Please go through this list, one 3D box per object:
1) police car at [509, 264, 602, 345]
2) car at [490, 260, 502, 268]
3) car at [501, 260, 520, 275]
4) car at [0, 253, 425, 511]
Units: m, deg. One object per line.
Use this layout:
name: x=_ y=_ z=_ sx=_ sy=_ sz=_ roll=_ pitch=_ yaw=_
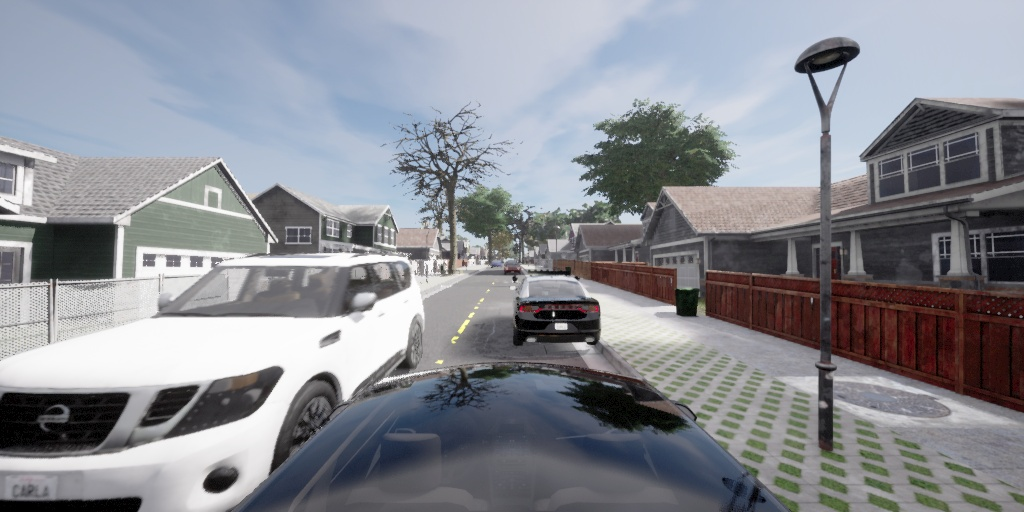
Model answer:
police car: x=0.964 y=1.178 z=9.616 sx=1.930 sy=1.638 sz=5.238 roll=0 pitch=0 yaw=0
car: x=-2.743 y=1.422 z=62.944 sx=1.812 sy=1.442 sz=4.674 roll=0 pitch=0 yaw=0
car: x=0.085 y=1.379 z=39.512 sx=1.895 sy=1.301 sz=4.718 roll=0 pitch=0 yaw=0
car: x=-2.750 y=0.973 z=4.815 sx=2.150 sy=2.045 sz=5.566 roll=0 pitch=0 yaw=0
